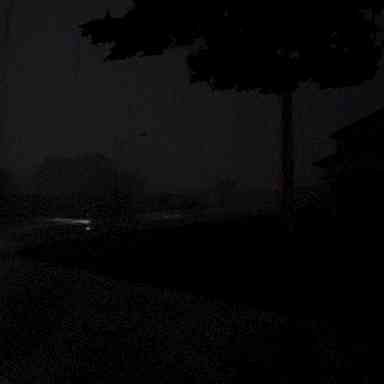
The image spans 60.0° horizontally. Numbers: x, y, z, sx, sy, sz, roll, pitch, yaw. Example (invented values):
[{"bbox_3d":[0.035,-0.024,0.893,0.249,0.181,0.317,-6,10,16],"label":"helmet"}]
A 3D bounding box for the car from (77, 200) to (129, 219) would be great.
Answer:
[{"bbox_3d":[-7.687,1.516,29.125,1.837,1.490,4.892,0,0,36],"label":"car"}]

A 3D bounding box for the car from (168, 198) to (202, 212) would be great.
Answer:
[{"bbox_3d":[-0.767,1.489,38.740,1.882,1.535,5.008,0,1,36],"label":"car"}]
